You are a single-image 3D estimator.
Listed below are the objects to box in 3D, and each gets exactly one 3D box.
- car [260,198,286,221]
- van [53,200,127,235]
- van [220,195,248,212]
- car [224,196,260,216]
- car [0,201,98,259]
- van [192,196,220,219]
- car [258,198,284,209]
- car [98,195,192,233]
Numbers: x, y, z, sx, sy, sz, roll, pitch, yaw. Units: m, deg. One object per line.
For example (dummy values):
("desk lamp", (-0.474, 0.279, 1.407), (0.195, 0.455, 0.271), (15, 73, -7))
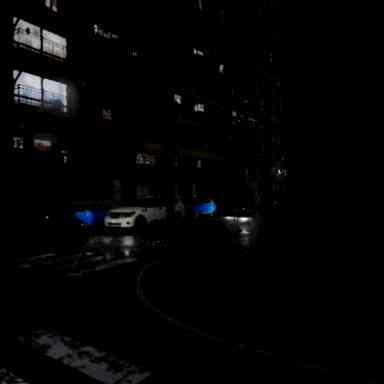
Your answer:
("car", (7.044, 1.377, 24.734), (1.752, 1.417, 4.829), (-1, 0, 35))
("van", (-5.996, 1.400, 19.916), (1.690, 1.788, 3.998), (-1, 0, 35))
("van", (3.756, 1.297, 33.745), (1.690, 1.788, 3.998), (-1, 0, 35))
("car", (5.263, 1.420, 31.607), (1.837, 1.490, 4.892), (-1, 1, 35))
("car", (-6.055, 1.291, 10.608), (2.150, 2.045, 5.566), (-1, 0, 35))
("van", (0.505, 1.331, 29.136), (1.690, 1.788, 3.998), (-1, 0, 35))
("car", (10.260, 1.472, 42.964), (1.802, 1.307, 4.206), (-1, 0, 35))
("car", (-2.687, 1.224, 20.349), (2.150, 2.045, 5.566), (-1, 0, 35))
